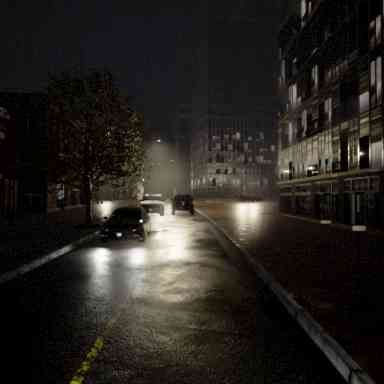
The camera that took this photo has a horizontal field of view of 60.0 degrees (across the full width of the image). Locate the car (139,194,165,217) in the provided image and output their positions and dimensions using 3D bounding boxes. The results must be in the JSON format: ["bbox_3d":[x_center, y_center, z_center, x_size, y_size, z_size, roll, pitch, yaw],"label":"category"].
[{"bbox_3d":[-3.692,1.227,31.227,2.150,2.045,5.566,0,0,-3],"label":"car"}]

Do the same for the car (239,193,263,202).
[{"bbox_3d":[12.151,1.213,68.663,5.009,1.841,2.192,0,-1,13],"label":"car"}]

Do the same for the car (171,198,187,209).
[{"bbox_3d":[-1.876,1.534,46.245,1.812,1.442,4.674,0,0,-7],"label":"car"}]

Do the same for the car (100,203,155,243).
[{"bbox_3d":[-3.051,1.508,16.041,1.837,1.490,4.892,0,0,-2],"label":"car"}]

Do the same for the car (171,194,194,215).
[{"bbox_3d":[-0.987,1.228,34.358,2.150,2.045,5.566,0,0,-3],"label":"car"}]
